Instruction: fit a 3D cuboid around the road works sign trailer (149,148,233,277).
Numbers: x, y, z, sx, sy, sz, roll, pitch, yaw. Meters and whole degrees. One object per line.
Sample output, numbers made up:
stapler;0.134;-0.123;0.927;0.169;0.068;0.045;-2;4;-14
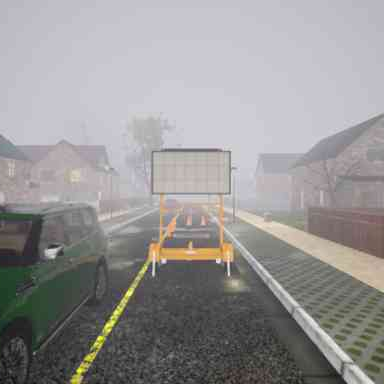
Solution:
road works sign trailer;-0.026;0.472;10.221;2.380;3.560;2.880;0;0;0

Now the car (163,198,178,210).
car;-2.968;1.651;46.643;1.882;1.535;5.008;0;0;0

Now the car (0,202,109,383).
car;-2.863;1.225;5.069;2.150;2.045;5.566;0;0;0
